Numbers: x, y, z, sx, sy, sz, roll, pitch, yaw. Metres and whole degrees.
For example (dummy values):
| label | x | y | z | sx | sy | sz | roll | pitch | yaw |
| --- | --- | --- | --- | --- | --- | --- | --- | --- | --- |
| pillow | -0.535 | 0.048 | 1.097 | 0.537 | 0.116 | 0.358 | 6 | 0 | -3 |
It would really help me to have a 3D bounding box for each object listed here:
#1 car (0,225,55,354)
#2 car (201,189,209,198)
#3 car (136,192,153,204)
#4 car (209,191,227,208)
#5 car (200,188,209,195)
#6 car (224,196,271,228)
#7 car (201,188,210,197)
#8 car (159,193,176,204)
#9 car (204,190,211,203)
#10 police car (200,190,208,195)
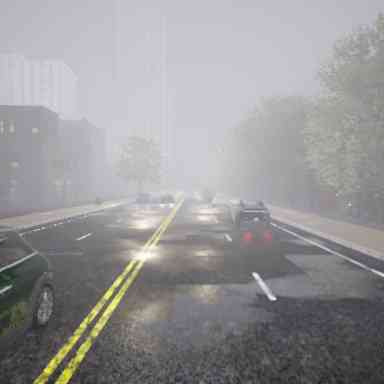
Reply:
| label | x | y | z | sx | sy | sz | roll | pitch | yaw |
| --- | --- | --- | --- | --- | --- | --- | --- | --- | --- |
| car | -3.347 | 1.297 | 3.656 | 2.097 | 1.767 | 4.553 | 0 | 1 | 0 |
| car | 3.244 | 0.620 | 59.676 | 2.163 | 1.488 | 4.792 | 0 | 1 | 0 |
| car | -6.572 | 0.792 | 46.351 | 1.882 | 1.535 | 5.008 | 0 | 1 | 0 |
| car | 3.246 | 0.970 | 37.648 | 1.812 | 1.442 | 4.674 | 0 | 1 | 0 |
| car | 3.243 | 0.385 | 70.645 | 2.033 | 1.649 | 4.856 | 0 | 1 | 0 |
| car | 3.347 | 1.199 | 19.766 | 2.128 | 1.511 | 4.902 | 0 | 1 | 0 |
| car | 3.241 | 0.012 | 81.671 | 2.150 | 2.045 | 5.566 | 0 | 1 | 0 |
| car | -3.311 | 0.887 | 45.760 | 1.994 | 1.385 | 4.181 | 0 | 1 | 0 |
| car | 3.245 | 0.844 | 48.648 | 1.994 | 1.385 | 4.181 | 0 | 1 | 0 |
| police car | 3.240 | 0.134 | 92.644 | 2.038 | 1.542 | 4.974 | 0 | 1 | 0 |
